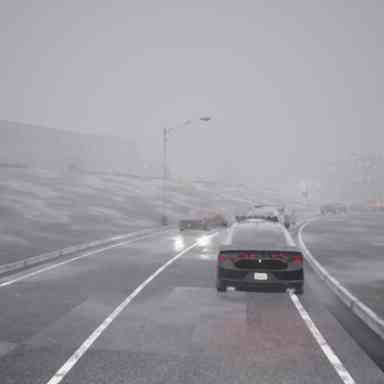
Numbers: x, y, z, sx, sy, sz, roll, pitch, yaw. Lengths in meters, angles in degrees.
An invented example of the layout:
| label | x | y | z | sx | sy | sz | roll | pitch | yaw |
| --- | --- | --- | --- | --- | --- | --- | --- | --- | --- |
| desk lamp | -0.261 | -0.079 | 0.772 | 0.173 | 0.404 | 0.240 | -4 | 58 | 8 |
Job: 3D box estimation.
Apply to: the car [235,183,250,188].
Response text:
| label | x | y | z | sx | sy | sz | roll | pitch | yaw |
| --- | --- | --- | --- | --- | --- | --- | --- | --- | --- |
| car | 9.737 | -1.103 | 71.560 | 2.002 | 1.452 | 4.674 | -4 | -6 | 43 |

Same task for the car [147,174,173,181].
| label | x | y | z | sx | sy | sz | roll | pitch | yaw |
| --- | --- | --- | --- | --- | --- | --- | --- | --- | --- |
| car | -6.063 | -2.213 | 55.842 | 4.674 | 1.452 | 2.002 | 4 | -5 | -42 |

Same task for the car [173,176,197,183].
| label | x | y | z | sx | sy | sz | roll | pitch | yaw |
| --- | --- | --- | --- | --- | --- | --- | --- | --- | --- |
| car | -2.008 | -1.987 | 59.623 | 5.008 | 1.535 | 2.097 | 4 | -6 | -43 |

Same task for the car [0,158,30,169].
| label | x | y | z | sx | sy | sz | roll | pitch | yaw |
| --- | --- | --- | --- | --- | --- | --- | --- | --- | --- |
| car | -22.679 | -3.294 | 41.450 | 4.553 | 1.767 | 2.185 | 3 | -5 | -41 |

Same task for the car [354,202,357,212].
| label | x | y | z | sx | sy | sz | roll | pitch | yaw |
| --- | --- | --- | --- | --- | --- | --- | --- | --- | --- |
| car | 27.156 | 2.367 | 54.300 | 4.553 | 1.767 | 2.097 | 2 | -4 | -39 |

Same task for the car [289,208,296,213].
| label | x | y | z | sx | sy | sz | roll | pitch | yaw |
| --- | --- | --- | --- | --- | --- | --- | --- | --- | --- |
| car | 6.136 | 1.687 | 23.518 | 1.837 | 1.490 | 4.892 | -2 | -1 | 24 |

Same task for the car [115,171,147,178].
| label | x | y | z | sx | sy | sz | roll | pitch | yaw |
| --- | --- | --- | --- | --- | --- | --- | --- | --- | --- |
| car | -10.197 | -2.508 | 52.153 | 4.892 | 1.521 | 2.231 | 3 | -5 | -41 |

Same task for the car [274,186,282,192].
| label | x | y | z | sx | sy | sz | roll | pitch | yaw |
| --- | --- | --- | --- | --- | --- | --- | --- | --- | --- |
| car | 20.632 | -0.438 | 84.157 | 2.435 | 2.045 | 5.566 | -3 | -6 | 40 |

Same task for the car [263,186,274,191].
| label | x | y | z | sx | sy | sz | roll | pitch | yaw |
| --- | --- | --- | --- | --- | --- | --- | --- | --- | --- |
| car | 17.047 | -0.660 | 79.845 | 2.185 | 1.767 | 4.553 | -4 | -6 | 41 |

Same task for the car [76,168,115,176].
| label | x | y | z | sx | sy | sz | roll | pitch | yaw |
| --- | --- | --- | --- | --- | --- | --- | --- | --- | --- |
| car | -14.379 | -2.738 | 48.558 | 4.892 | 1.521 | 2.231 | 3 | -5 | -41 |

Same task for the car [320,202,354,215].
| label | x | y | z | sx | sy | sz | roll | pitch | yaw |
| --- | --- | --- | --- | --- | --- | --- | --- | --- | --- |
| car | 17.853 | 2.040 | 41.594 | 4.892 | 1.490 | 1.837 | 1 | -4 | -41 |

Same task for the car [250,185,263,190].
| label | x | y | z | sx | sy | sz | roll | pitch | yaw |
| --- | --- | --- | --- | --- | --- | --- | --- | --- | --- |
| car | 13.367 | -0.856 | 75.579 | 2.231 | 1.521 | 4.892 | -4 | -6 | 42 |

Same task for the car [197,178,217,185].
| label | x | y | z | sx | sy | sz | roll | pitch | yaw |
| --- | --- | --- | --- | --- | --- | --- | --- | --- | --- |
| car | 1.947 | -1.840 | 63.479 | 4.553 | 1.767 | 2.185 | 4 | -6 | -44 |

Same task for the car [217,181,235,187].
| label | x | y | z | sx | sy | sz | roll | pitch | yaw |
| --- | --- | --- | --- | --- | --- | --- | --- | --- | --- |
| car | 5.953 | -1.397 | 67.552 | 2.163 | 1.488 | 4.792 | -4 | -6 | 44 |

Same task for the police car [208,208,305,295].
| label | x | y | z | sx | sy | sz | roll | pitch | yaw |
| --- | --- | --- | --- | --- | --- | --- | --- | --- | --- |
| police car | 1.749 | 1.456 | 9.037 | 1.930 | 1.638 | 5.238 | -1 | 0 | 9 |

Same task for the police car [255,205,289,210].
| label | x | y | z | sx | sy | sz | roll | pitch | yaw |
| --- | --- | --- | --- | --- | --- | --- | --- | --- | --- |
| police car | 4.061 | 1.540 | 18.298 | 1.930 | 1.638 | 5.238 | -1 | -1 | 19 |

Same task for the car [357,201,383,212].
| label | x | y | z | sx | sy | sz | roll | pitch | yaw |
| --- | --- | --- | --- | --- | --- | --- | --- | --- | --- |
| car | 27.245 | 2.105 | 49.755 | 4.553 | 1.767 | 2.097 | 2 | -4 | -39 |

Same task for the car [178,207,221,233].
| label | x | y | z | sx | sy | sz | roll | pitch | yaw |
| --- | --- | --- | --- | --- | --- | --- | --- | --- | --- |
| car | 0.729 | 1.731 | 21.932 | 1.882 | 1.535 | 5.008 | -2 | -2 | 22 |
